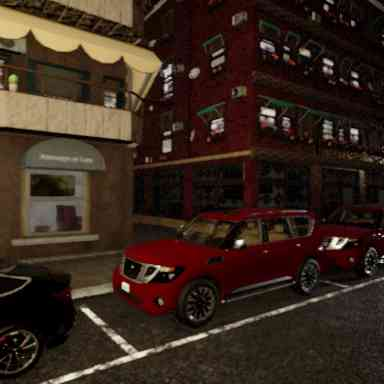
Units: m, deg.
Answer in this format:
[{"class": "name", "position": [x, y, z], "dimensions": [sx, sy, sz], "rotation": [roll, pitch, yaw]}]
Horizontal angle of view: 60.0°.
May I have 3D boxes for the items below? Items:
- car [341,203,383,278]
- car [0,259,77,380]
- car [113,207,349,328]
[{"class": "car", "position": [5.445, 1.314, 10.425], "dimensions": [5.009, 1.841, 2.192], "rotation": [0, 1, -35]}, {"class": "car", "position": [-3.628, 1.566, 3.958], "dimensions": [4.313, 1.339, 1.947], "rotation": [0, 1, -35]}, {"class": "car", "position": [0.909, 1.315, 7.190], "dimensions": [5.009, 1.841, 2.192], "rotation": [0, 1, -35]}]
